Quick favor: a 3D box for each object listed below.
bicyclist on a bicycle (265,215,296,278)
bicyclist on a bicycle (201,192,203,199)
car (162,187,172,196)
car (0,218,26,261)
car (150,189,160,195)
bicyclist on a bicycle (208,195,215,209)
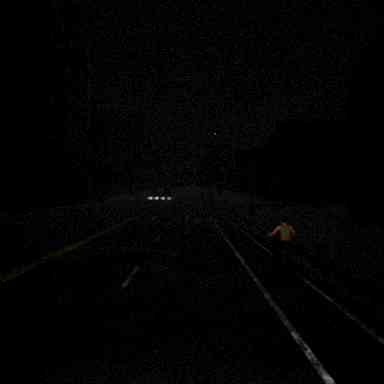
[{"bbox_3d":[2.495,1.432,9.155,0.866,1.612,1.509,0,0,0],"label":"bicyclist on a bicycle"},{"bbox_3d":[2.276,0.795,73.036,0.582,1.620,1.656,0,1,0],"label":"bicyclist on a bicycle"},{"bbox_3d":[-6.471,-0.152,86.957,2.150,2.045,5.566,0,1,0],"label":"car"},{"bbox_3d":[-6.594,1.488,9.434,2.128,1.511,4.902,0,0,0],"label":"car"},{"bbox_3d":[-9.721,-0.023,87.021,2.097,1.767,4.553,0,1,0],"label":"car"},{"bbox_3d":[2.245,1.186,38.239,0.866,1.612,1.509,-1,1,0],"label":"bicyclist on a bicycle"}]
